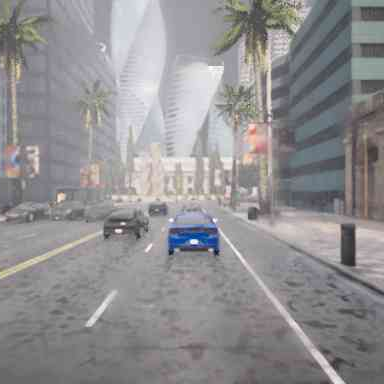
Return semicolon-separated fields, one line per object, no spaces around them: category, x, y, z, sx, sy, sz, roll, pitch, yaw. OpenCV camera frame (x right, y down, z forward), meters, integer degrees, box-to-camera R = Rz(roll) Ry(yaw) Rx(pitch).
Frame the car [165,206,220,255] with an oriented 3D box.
car;0.057;1.543;13.694;1.882;1.535;5.008;0;0;0

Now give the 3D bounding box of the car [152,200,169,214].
car;-3.524;1.655;35.837;1.882;1.535;5.008;0;0;0

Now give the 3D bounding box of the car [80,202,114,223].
car;-7.190;1.647;26.982;1.837;1.490;4.892;0;0;0

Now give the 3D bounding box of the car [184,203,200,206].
car;-0.012;1.757;32.775;1.895;1.301;4.718;0;0;0

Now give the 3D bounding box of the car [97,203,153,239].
car;-3.459;1.597;18.078;1.837;1.490;4.892;0;0;0

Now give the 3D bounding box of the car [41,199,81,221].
car;-10.694;1.508;28.600;2.097;1.767;4.553;0;0;0

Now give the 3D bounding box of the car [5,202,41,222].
car;-13.682;1.640;27.960;2.231;1.521;4.892;0;0;0
